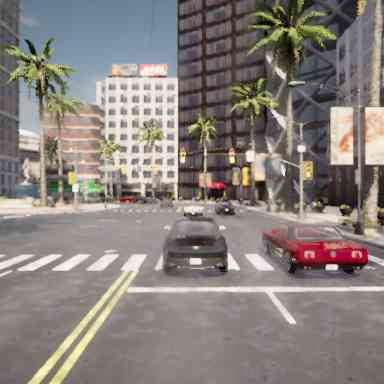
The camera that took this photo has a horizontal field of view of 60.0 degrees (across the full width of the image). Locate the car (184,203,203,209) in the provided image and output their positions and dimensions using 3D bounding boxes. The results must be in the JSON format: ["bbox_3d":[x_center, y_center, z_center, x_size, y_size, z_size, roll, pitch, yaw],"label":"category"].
[{"bbox_3d":[0.108,1.754,34.230,1.895,1.301,4.718,0,0,0],"label":"car"}]

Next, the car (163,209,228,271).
[{"bbox_3d":[0.098,1.556,11.076,1.837,1.490,4.892,0,0,0],"label":"car"}]

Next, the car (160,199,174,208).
[{"bbox_3d":[-4.001,1.800,52.991,1.994,1.385,4.181,0,0,-5],"label":"car"}]

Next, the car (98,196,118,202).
[{"bbox_3d":[-22.260,1.764,88.240,4.902,1.511,2.128,0,0,22],"label":"car"}]

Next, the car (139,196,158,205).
[{"bbox_3d":[-8.577,1.857,67.955,1.994,1.385,4.181,0,0,-32],"label":"car"}]

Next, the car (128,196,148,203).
[{"bbox_3d":[-13.481,1.871,83.088,4.892,1.490,1.837,0,0,35],"label":"car"}]

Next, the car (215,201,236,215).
[{"bbox_3d":[3.608,1.690,36.833,1.812,1.442,4.674,0,0,0],"label":"car"}]

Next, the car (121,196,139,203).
[{"bbox_3d":[-15.938,1.838,80.550,5.008,1.535,1.882,0,0,35],"label":"car"}]

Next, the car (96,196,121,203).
[{"bbox_3d":[-19.820,1.835,78.948,4.892,1.490,1.837,0,0,35],"label":"car"}]

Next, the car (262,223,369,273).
[{"bbox_3d":[3.598,1.649,10.760,1.895,1.301,4.718,0,0,0],"label":"car"}]

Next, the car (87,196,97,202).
[{"bbox_3d":[-24.913,1.849,85.582,4.674,1.442,1.812,0,0,22],"label":"car"}]
